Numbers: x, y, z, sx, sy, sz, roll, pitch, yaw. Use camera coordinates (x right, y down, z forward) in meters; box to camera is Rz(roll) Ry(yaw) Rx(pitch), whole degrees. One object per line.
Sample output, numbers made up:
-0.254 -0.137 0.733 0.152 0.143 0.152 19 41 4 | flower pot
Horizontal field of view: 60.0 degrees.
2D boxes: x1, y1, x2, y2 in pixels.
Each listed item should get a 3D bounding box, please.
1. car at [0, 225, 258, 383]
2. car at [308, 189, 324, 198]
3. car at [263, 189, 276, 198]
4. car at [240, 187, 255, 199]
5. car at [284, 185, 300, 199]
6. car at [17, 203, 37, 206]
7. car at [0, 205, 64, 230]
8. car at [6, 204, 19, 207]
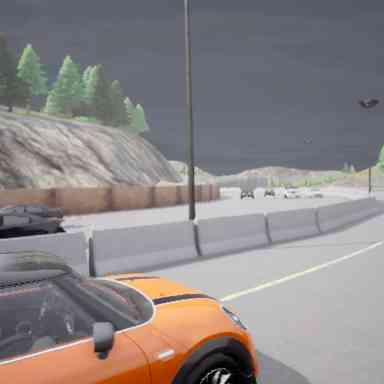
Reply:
-1.552 1.347 2.904 4.553 1.767 2.097 -2 1 -36 | car
19.212 0.197 51.768 1.812 1.442 4.674 -1 1 14 | car
12.565 0.146 53.994 2.033 1.411 5.357 -1 1 12 | car
9.139 0.150 54.714 2.150 2.045 5.566 -1 1 12 | car
15.948 -0.063 53.114 2.150 2.045 5.566 -1 1 13 | car
-9.843 1.420 18.692 5.008 1.535 1.882 -2 1 -39 | car
-7.232 1.466 11.931 5.008 1.535 1.882 -2 1 -37 | car
-10.325 1.509 13.997 5.008 1.535 1.882 -2 1 -36 | car
